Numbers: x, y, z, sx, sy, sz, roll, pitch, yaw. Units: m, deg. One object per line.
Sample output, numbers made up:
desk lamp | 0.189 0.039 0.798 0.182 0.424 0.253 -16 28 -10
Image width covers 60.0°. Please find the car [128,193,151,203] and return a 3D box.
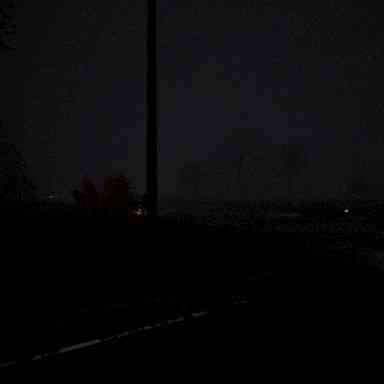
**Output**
car | -8.523 0.978 53.539 1.994 1.385 4.181 -1 1 -35

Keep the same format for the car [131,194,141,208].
car | -6.111 1.012 37.963 2.097 1.767 4.553 -1 1 -35

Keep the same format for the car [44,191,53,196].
car | -37.473 0.491 87.112 1.994 1.385 4.181 -1 1 -28

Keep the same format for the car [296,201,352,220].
car | 10.456 1.376 26.620 1.994 1.385 4.181 -1 1 -35
